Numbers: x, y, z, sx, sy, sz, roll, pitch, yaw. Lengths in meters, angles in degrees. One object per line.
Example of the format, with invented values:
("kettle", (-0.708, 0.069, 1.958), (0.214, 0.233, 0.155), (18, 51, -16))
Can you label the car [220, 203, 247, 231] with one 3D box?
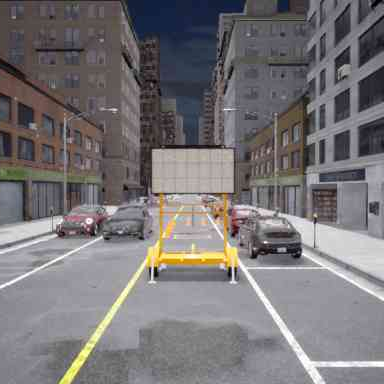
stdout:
("car", (2.781, 1.546, 17.940), (1.887, 1.381, 4.507), (-1, 0, 0))

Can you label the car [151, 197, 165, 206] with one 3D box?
("car", (-5.683, 1.589, 56.490), (1.947, 1.339, 4.313), (-1, 0, 0))

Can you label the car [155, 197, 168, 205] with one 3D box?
("car", (-5.674, 1.579, 61.995), (2.008, 1.369, 4.403), (-1, 0, 0))

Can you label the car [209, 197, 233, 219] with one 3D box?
("car", (2.797, 1.445, 28.950), (1.967, 1.590, 4.097), (-1, 0, 0))

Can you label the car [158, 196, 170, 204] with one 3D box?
("car", (-5.666, 1.578, 67.500), (1.887, 1.381, 4.507), (-1, 0, 0))

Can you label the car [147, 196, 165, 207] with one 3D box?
("car", (-5.693, 1.459, 50.984), (1.967, 1.590, 4.097), (-1, 0, 0))

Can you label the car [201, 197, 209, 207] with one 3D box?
("car", (2.833, 1.585, 50.971), (1.947, 1.339, 4.313), (-1, 0, 0))

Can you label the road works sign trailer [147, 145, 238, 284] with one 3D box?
("road works sign trailer", (0.028, 0.464, 9.577), (2.380, 3.560, 2.880), (0, 0, 0))

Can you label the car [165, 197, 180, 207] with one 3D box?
("car", (-2.918, 1.621, 53.037), (1.895, 1.301, 4.718), (0, 0, 0))

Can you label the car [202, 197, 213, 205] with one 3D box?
("car", (2.851, 1.573, 61.981), (1.887, 1.381, 4.507), (-1, 0, 0))

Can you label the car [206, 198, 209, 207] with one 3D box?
("car", (2.807, 1.553, 34.455), (1.887, 1.381, 4.507), (-1, 0, 0))

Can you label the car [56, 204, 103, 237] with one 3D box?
("car", (-5.745, 1.441, 17.954), (1.967, 1.590, 4.097), (-1, 0, 0))

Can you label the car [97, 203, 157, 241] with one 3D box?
("car", (-3.074, 1.505, 16.738), (1.837, 1.490, 4.892), (0, 0, 0))

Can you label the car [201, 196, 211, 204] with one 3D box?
("car", (2.859, 1.578, 67.486), (1.887, 1.381, 4.507), (-1, 0, 0))

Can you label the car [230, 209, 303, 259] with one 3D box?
("car", (2.772, 1.550, 12.434), (2.008, 1.369, 4.403), (-1, 0, 0))

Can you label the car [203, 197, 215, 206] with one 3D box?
("car", (2.842, 1.568, 56.476), (1.887, 1.381, 4.507), (-1, 0, 0))
